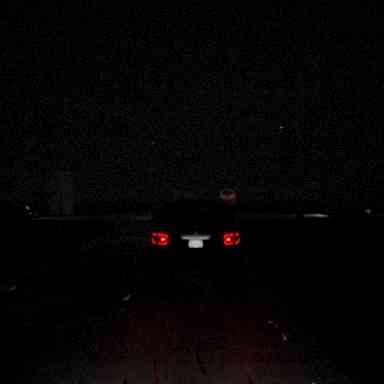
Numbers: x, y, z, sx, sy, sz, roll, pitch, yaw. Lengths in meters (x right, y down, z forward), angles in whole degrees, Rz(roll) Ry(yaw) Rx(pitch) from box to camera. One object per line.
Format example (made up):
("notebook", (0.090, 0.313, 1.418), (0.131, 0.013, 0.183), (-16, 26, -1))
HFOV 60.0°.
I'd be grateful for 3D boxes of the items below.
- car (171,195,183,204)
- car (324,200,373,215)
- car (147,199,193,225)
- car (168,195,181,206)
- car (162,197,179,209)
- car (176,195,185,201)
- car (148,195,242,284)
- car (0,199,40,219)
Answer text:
("car", (-2.767, 1.407, 63.279), (2.033, 1.411, 5.357), (0, 0, 1))
("car", (14.630, 1.464, 31.185), (4.181, 1.385, 1.994), (0, -1, -1))
("car", (-1.757, 1.399, 24.708), (1.882, 1.535, 5.008), (0, 1, -23))
("car", (-2.815, 1.356, 53.921), (1.882, 1.535, 5.008), (0, 0, 0))
("car", (-2.825, 1.460, 44.623), (1.994, 1.385, 4.181), (0, 0, 0))
("car", (-2.736, 1.350, 78.709), (2.033, 1.411, 5.357), (0, 0, 0))
("car", (0.096, 1.192, 9.667), (2.150, 2.045, 5.566), (0, 0, 0))
("car", (-15.414, 1.343, 28.139), (4.553, 1.767, 2.097), (0, -1, -2))
